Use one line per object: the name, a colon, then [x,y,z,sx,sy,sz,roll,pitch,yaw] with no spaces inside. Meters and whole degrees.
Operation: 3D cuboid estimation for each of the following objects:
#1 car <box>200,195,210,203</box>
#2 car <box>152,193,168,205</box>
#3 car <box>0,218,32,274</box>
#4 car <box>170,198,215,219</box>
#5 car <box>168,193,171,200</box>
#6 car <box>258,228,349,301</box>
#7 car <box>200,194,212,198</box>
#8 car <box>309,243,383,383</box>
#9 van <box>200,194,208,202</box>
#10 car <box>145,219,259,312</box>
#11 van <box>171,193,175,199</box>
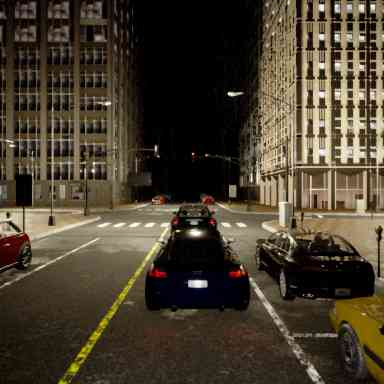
car: [2.659,1.365,68.751,1.967,1.590,4.097,0,0,0]
car: [-5.811,1.390,57.380,1.967,1.590,4.097,0,0,0]
car: [-5.692,1.439,8.117,1.967,1.590,4.097,0,0,0]
car: [0.090,1.347,16.412,2.097,1.767,4.553,0,0,0]
car: [-5.747,1.253,63.066,2.192,1.841,5.009,0,0,0]
car: [2.688,1.550,8.123,2.008,1.369,4.403,0,0,0]
car: [2.761,1.390,57.383,1.967,1.590,4.097,0,0,0]
car: [2.690,1.525,2.625,1.752,1.417,4.829,0,0,0]
van: [2.657,1.253,74.436,1.690,1.788,3.998,0,0,0]
car: [0.098,1.563,7.779,1.994,1.385,4.181,0,0,0]
van: [-5.726,1.239,80.121,1.690,1.788,3.998,0,0,0]
